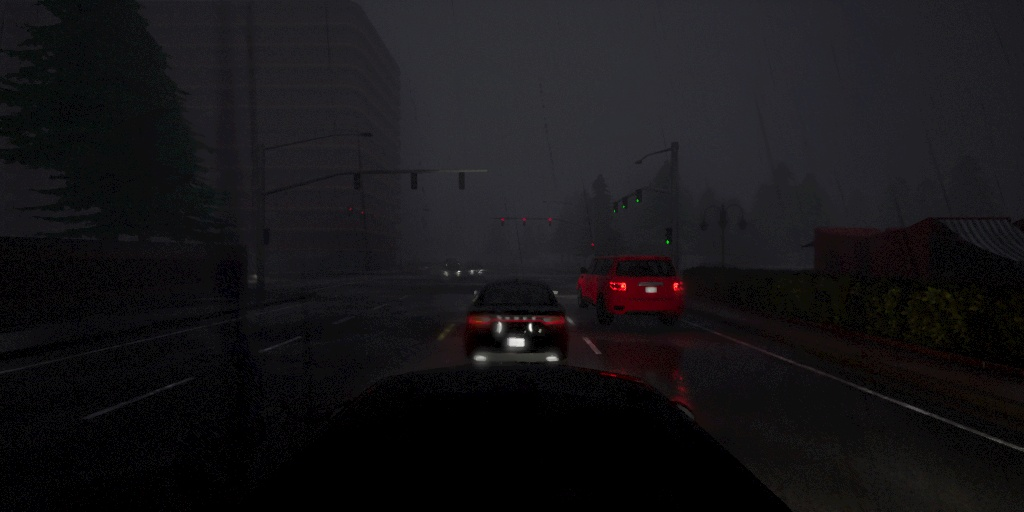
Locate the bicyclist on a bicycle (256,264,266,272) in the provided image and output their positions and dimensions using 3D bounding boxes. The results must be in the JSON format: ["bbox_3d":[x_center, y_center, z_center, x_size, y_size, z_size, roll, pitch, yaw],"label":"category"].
[{"bbox_3d":[-28.508,1.105,40.729,0.582,1.620,1.656,0,0,1],"label":"bicyclist on a bicycle"}]

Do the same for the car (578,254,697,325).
[{"bbox_3d":[3.642,0.971,12.000,2.150,2.045,5.566,0,0,1],"label":"car"}]

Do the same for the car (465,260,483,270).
[{"bbox_3d":[-5.663,1.312,52.911,1.994,1.385,4.181,0,0,-20],"label":"car"}]

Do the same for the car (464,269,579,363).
[{"bbox_3d":[0.098,1.227,8.186,1.882,1.535,5.008,0,0,0],"label":"car"}]

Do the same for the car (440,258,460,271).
[{"bbox_3d":[-8.482,1.100,50.030,2.097,1.767,4.553,0,0,-16],"label":"car"}]

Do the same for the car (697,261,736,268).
[{"bbox_3d":[19.375,1.282,35.339,5.008,1.535,1.882,0,0,1],"label":"car"}]
